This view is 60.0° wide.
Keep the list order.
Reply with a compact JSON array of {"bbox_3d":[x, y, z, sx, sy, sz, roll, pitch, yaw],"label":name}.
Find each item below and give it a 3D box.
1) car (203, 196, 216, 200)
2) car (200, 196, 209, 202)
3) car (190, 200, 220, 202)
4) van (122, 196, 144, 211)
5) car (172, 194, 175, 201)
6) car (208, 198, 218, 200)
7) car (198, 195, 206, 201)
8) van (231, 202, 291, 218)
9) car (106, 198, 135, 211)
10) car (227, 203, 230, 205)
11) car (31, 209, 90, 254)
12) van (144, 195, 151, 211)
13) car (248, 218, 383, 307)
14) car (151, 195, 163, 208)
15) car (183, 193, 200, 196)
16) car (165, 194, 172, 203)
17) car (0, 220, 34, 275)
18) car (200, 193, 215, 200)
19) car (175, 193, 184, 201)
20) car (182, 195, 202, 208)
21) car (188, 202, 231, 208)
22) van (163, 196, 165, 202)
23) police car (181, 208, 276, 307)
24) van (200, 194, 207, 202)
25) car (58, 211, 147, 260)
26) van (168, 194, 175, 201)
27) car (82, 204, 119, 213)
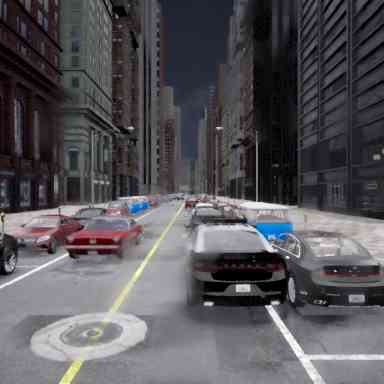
[{"bbox_3d":[2.773,1.566,41.573,1.887,1.381,4.507,0,0,0],"label":"car"},{"bbox_3d":[2.782,1.591,75.561,1.752,1.417,4.829,0,0,0],"label":"car"},{"bbox_3d":[0.907,1.533,24.142,1.812,1.442,4.674,0,0,0],"label":"car"},{"bbox_3d":[-5.756,1.353,30.288,1.690,1.788,3.998,0,0,0],"label":"van"},{"bbox_3d":[-5.742,1.640,81.017,1.947,1.339,4.313,0,0,0],"label":"car"},{"bbox_3d":[2.769,1.562,30.301,2.008,1.369,4.403,0,0,0],"label":"car"},{"bbox_3d":[2.786,1.534,92.300,1.967,1.590,4.097,0,0,0],"label":"car"},{"bbox_3d":[2.765,1.343,13.392,1.690,1.788,3.998,0,0,0],"label":"van"},{"bbox_3d":[-5.757,1.448,24.652,1.967,1.590,4.097,0,0,0],"label":"car"},{"bbox_3d":[2.766,1.555,19.029,2.008,1.369,4.403,0,0,0],"label":"car"},{"bbox_3d":[-5.760,1.584,13.378,1.802,1.307,4.206,0,0,0],"label":"car"},{"bbox_3d":[-5.754,1.357,35.924,1.690,1.788,3.998,0,0,0],"label":"van"},{"bbox_3d":[2.763,1.551,7.756,2.008,1.369,4.403,0,0,0],"label":"car"},{"bbox_3d":[-5.751,1.342,47.197,2.192,1.841,5.009,0,0,0],"label":"car"},{"bbox_3d":[0.017,1.393,59.187,2.097,1.767,4.553,0,0,0],"label":"car"},{"bbox_3d":[-5.745,1.601,69.744,1.887,1.381,4.507,0,0,0],"label":"car"},{"bbox_3d":[-5.762,1.567,7.741,1.947,1.339,4.313,0,0,0],"label":"car"},{"bbox_3d":[2.775,1.348,52.846,2.192,1.841,5.009,0,0,0],"label":"car"},{"bbox_3d":[-2.975,1.687,87.584,1.895,1.301,4.718,0,0,0],"label":"car"},{"bbox_3d":[0.025,1.503,45.693,1.882,1.535,5.008,0,0,0],"label":"car"},{"bbox_3d":[0.843,1.510,18.142,1.837,1.490,4.892,0,0,0],"label":"car"},{"bbox_3d":[-5.750,1.374,52.833,1.690,1.788,3.998,0,0,0],"label":"van"},{"bbox_3d":[0.779,1.427,8.225,1.930,1.638,5.238,0,0,-2],"label":"police car"},{"bbox_3d":[2.783,1.416,81.027,1.690,1.788,3.998,0,0,0],"label":"van"},{"bbox_3d":[-3.096,1.603,12.589,1.895,1.301,4.718,0,0,0],"label":"car"},{"bbox_3d":[-5.739,1.435,92.291,1.690,1.788,3.998,0,0,0],"label":"van"},{"bbox_3d":[-5.759,1.570,19.015,1.947,1.339,4.313,0,0,0],"label":"car"}]
